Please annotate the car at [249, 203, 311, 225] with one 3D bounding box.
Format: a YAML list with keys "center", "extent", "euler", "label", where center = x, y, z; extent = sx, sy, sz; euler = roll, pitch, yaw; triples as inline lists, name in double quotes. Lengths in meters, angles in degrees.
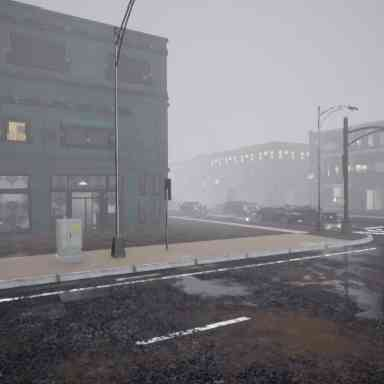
- center: [6.938, 1.814, 26.605]
  extent: [1.947, 1.339, 4.313]
  euler: [-1, 0, -29]
  label: "car"

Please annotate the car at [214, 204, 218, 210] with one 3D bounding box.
- center: [4.831, 1.966, 47.693]
  extent: [1.802, 1.307, 4.206]
  euler: [-1, 0, -29]
  label: "car"

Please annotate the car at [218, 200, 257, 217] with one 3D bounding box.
- center: [5.152, 1.671, 35.326]
  extent: [2.097, 1.767, 4.553]
  euler: [-1, 0, -29]
  label: "car"

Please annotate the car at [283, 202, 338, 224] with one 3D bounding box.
- center: [9.705, 1.775, 27.233]
  extent: [1.994, 1.385, 4.181]
  euler: [-1, 0, -29]
  label: "car"

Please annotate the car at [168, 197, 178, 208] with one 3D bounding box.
- center: [-4.906, 2.056, 59.735]
  extent: [1.882, 1.535, 5.008]
  euler: [-1, 0, -29]
  label: "car"

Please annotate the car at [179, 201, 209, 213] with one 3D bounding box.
- center: [0.195, 1.959, 44.169]
  extent: [1.812, 1.442, 4.674]
  euler: [-1, 0, -30]
  label: "car"

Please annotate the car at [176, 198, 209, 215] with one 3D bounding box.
- center: [0.238, 1.847, 38.759]
  extent: [1.967, 1.590, 4.097]
  euler: [-1, 0, -29]
  label: "car"

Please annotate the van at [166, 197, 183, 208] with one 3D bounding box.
- center: [-3.316, 1.908, 62.166]
  extent: [1.690, 1.788, 3.998]
  euler: [-1, 0, -29]
  label: "van"

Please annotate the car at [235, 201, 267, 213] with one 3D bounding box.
- center: [7.544, 1.904, 42.869]
  extent: [1.802, 1.307, 4.206]
  euler: [-1, 0, -29]
  label: "car"
